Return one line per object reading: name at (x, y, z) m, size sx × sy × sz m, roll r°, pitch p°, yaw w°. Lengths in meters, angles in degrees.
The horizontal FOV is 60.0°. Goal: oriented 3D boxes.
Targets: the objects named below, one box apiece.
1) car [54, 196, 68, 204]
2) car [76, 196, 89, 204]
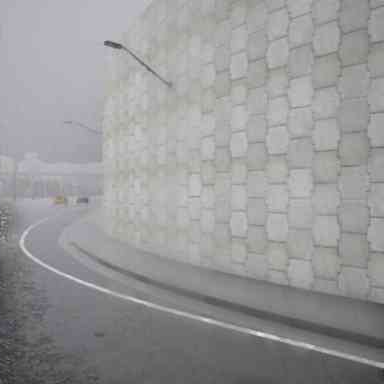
car at (-23.687, 1.438, 60.262) m, size 1.882 × 1.535 × 5.008 m, roll 0°, pitch 0°, yaw -11°
car at (-20.639, 1.457, 62.910) m, size 2.128 × 1.511 × 4.902 m, roll 0°, pitch 0°, yaw -11°
